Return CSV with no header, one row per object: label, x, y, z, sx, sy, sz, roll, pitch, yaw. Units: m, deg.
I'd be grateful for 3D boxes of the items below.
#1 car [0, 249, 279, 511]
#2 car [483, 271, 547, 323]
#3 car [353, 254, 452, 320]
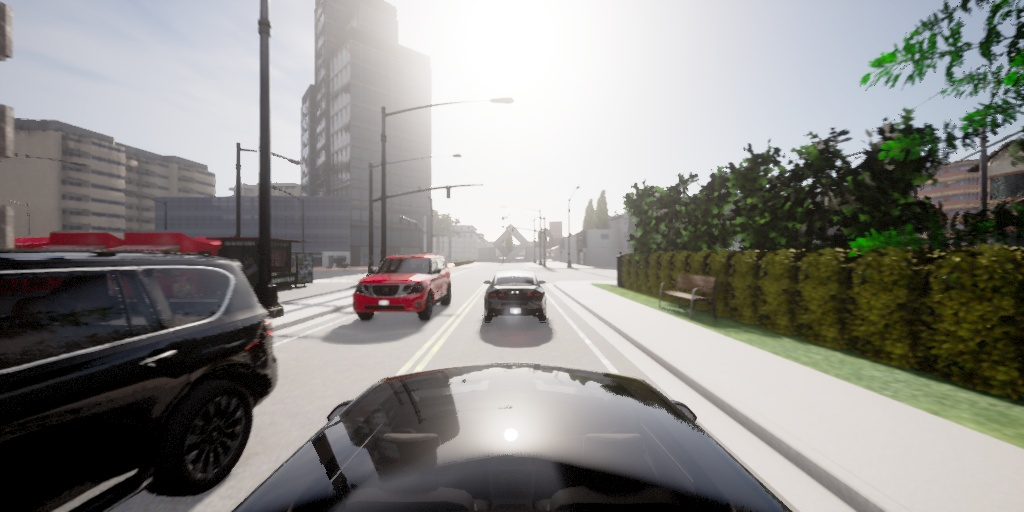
car,-3.600,0.974,1.583,2.150,2.045,5.566,0,0,0
car,0.098,1.234,12.098,1.837,1.490,4.892,0,0,0
car,-3.575,0.950,12.849,2.150,2.045,5.566,0,0,1
